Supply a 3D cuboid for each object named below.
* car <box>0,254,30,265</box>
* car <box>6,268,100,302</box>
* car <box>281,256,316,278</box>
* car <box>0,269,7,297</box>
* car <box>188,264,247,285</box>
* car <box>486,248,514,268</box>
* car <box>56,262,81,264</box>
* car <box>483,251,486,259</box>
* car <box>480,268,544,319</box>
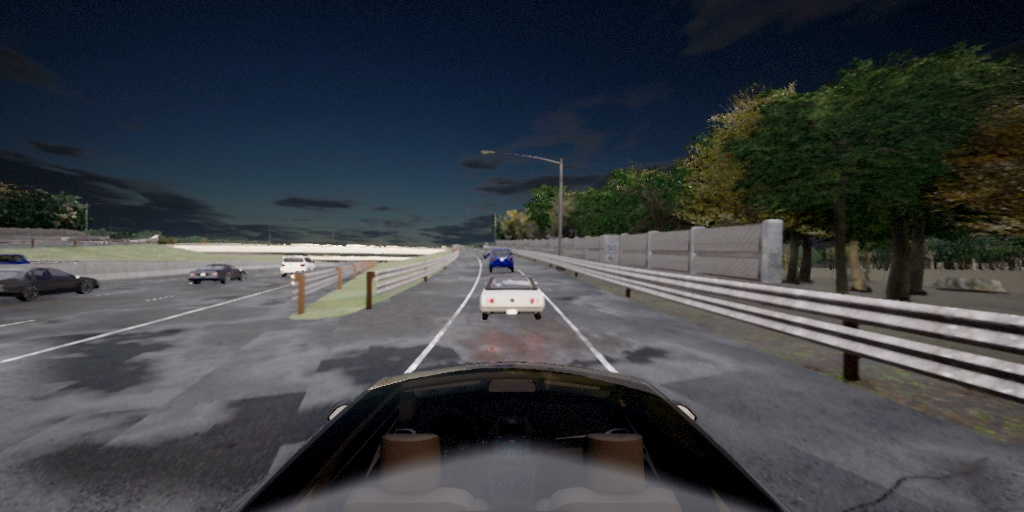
[{"bbox_3d":[-40.505,0.823,27.469,2.150,2.045,5.566,1,-1,-19],"label":"car"},{"bbox_3d":[-21.611,1.223,16.122,2.033,1.411,5.357,1,0,-19],"label":"car"},{"bbox_3d":[-20.846,1.037,35.134,2.150,2.045,5.566,1,0,-19],"label":"car"},{"bbox_3d":[-15.148,1.151,8.029,1.837,1.490,4.892,1,-1,-19],"label":"car"},{"bbox_3d":[-21.379,1.294,26.243,2.033,1.411,5.357,1,0,-19],"label":"car"},{"bbox_3d":[-1.021,0.300,32.564,2.150,2.045,5.566,0,2,-4],"label":"car"},{"bbox_3d":[-47.966,1.247,38.496,1.895,1.301,4.718,1,-1,-19],"label":"car"},{"bbox_3d":[-3.557,-0.309,56.576,1.994,1.385,4.181,0,2,-7],"label":"car"},{"bbox_3d":[-0.045,1.280,12.476,1.895,1.301,4.718,0,1,-1],"label":"car"}]
